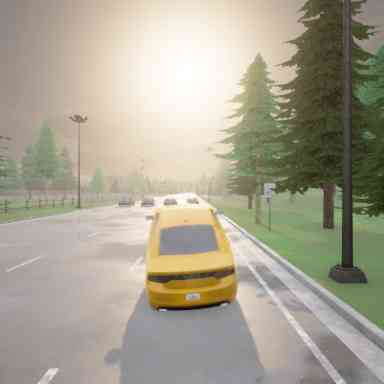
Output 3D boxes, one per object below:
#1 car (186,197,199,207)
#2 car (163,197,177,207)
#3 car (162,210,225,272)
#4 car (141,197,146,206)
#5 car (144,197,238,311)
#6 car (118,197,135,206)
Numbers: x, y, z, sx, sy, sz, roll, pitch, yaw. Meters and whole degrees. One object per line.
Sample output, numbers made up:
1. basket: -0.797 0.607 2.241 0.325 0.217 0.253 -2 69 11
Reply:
1. car: 0.025 1.564 53.417 1.994 1.385 4.181 0 0 0
2. car: -3.475 1.564 53.418 1.994 1.385 4.181 0 0 0
3. car: 0.039 1.546 11.981 1.812 1.442 4.674 0 1 0
4. car: -6.975 1.547 53.420 2.033 1.411 5.357 0 0 0
5. car: -0.139 1.109 8.406 1.882 1.535 5.008 -4 16 -3
6. car: -10.475 1.547 53.421 2.033 1.411 5.357 0 0 0
